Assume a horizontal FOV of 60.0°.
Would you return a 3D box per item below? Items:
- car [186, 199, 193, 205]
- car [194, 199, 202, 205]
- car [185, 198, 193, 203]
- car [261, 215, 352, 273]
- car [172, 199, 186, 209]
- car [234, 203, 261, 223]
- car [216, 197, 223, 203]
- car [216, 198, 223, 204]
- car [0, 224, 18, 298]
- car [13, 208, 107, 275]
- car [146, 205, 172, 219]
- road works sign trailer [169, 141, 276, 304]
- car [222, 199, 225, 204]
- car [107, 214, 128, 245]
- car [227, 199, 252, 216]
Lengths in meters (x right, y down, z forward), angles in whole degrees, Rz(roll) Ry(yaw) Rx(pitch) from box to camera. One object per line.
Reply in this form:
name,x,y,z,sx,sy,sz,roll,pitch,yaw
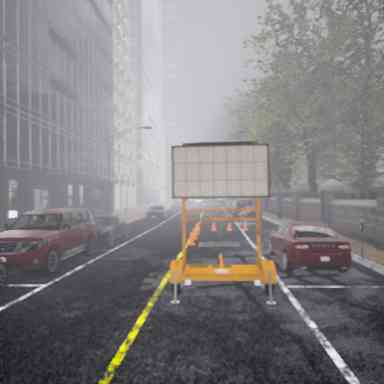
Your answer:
car,-1.491,2.086,78.113,2.192,1.841,5.009,0,0,3
car,1.432,2.272,80.067,1.812,1.442,4.674,-1,-1,3
car,-0.737,2.451,94.775,2.008,1.369,4.403,0,0,3
car,3.612,1.622,10.854,1.887,1.381,4.507,-1,-1,4
car,-2.492,2.174,55.895,1.802,1.307,4.206,0,0,3
car,4.730,1.818,27.473,1.802,1.307,4.206,-1,-1,3
car,7.766,2.215,94.129,1.967,1.590,4.097,0,0,3
car,7.265,2.240,83.019,2.008,1.369,4.403,0,0,3
car,-5.294,1.587,5.864,1.967,1.590,4.097,-1,-1,4
car,-4.898,1.519,11.410,2.192,1.841,5.009,-1,-1,4
car,-3.497,1.976,33.671,1.947,1.339,4.313,0,-1,3
road works sign trailer,0.716,0.554,8.347,2.380,3.560,2.880,-1,-1,4
car,5.509,1.927,44.142,2.008,1.369,4.403,0,0,3
car,-4.497,1.825,16.954,1.947,1.339,4.313,-1,-1,4
car,5.006,1.600,33.036,2.192,1.841,5.009,0,-1,3
